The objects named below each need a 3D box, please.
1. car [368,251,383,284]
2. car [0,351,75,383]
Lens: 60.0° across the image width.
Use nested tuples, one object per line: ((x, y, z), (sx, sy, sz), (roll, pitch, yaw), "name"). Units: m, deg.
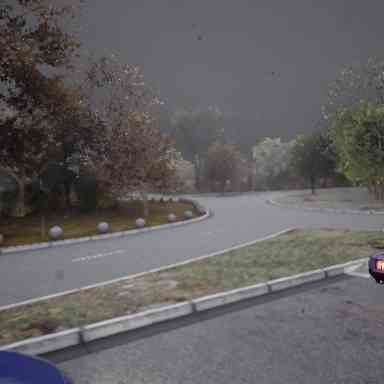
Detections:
((6.017, 1.431, 7.264), (4.718, 1.301, 1.895), (-2, 1, -32), "car")
((-2.816, 1.537, 1.286), (4.674, 1.442, 1.812), (0, 0, -36), "car")
